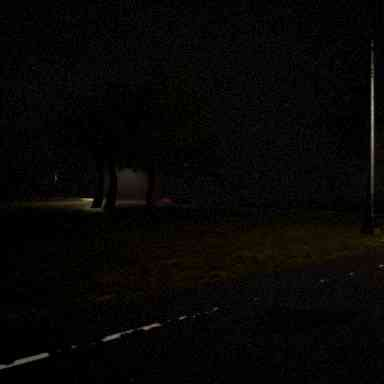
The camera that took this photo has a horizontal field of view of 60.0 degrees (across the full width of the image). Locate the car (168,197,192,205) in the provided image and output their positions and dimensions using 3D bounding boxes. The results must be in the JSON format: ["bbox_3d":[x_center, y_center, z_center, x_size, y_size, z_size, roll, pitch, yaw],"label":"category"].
[{"bbox_3d":[-1.964,1.665,62.729,1.882,1.535,5.008,1,-1,-33],"label":"car"}]

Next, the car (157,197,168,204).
[{"bbox_3d":[-6.005,1.640,68.783,1.994,1.385,4.181,1,0,-34],"label":"car"}]
